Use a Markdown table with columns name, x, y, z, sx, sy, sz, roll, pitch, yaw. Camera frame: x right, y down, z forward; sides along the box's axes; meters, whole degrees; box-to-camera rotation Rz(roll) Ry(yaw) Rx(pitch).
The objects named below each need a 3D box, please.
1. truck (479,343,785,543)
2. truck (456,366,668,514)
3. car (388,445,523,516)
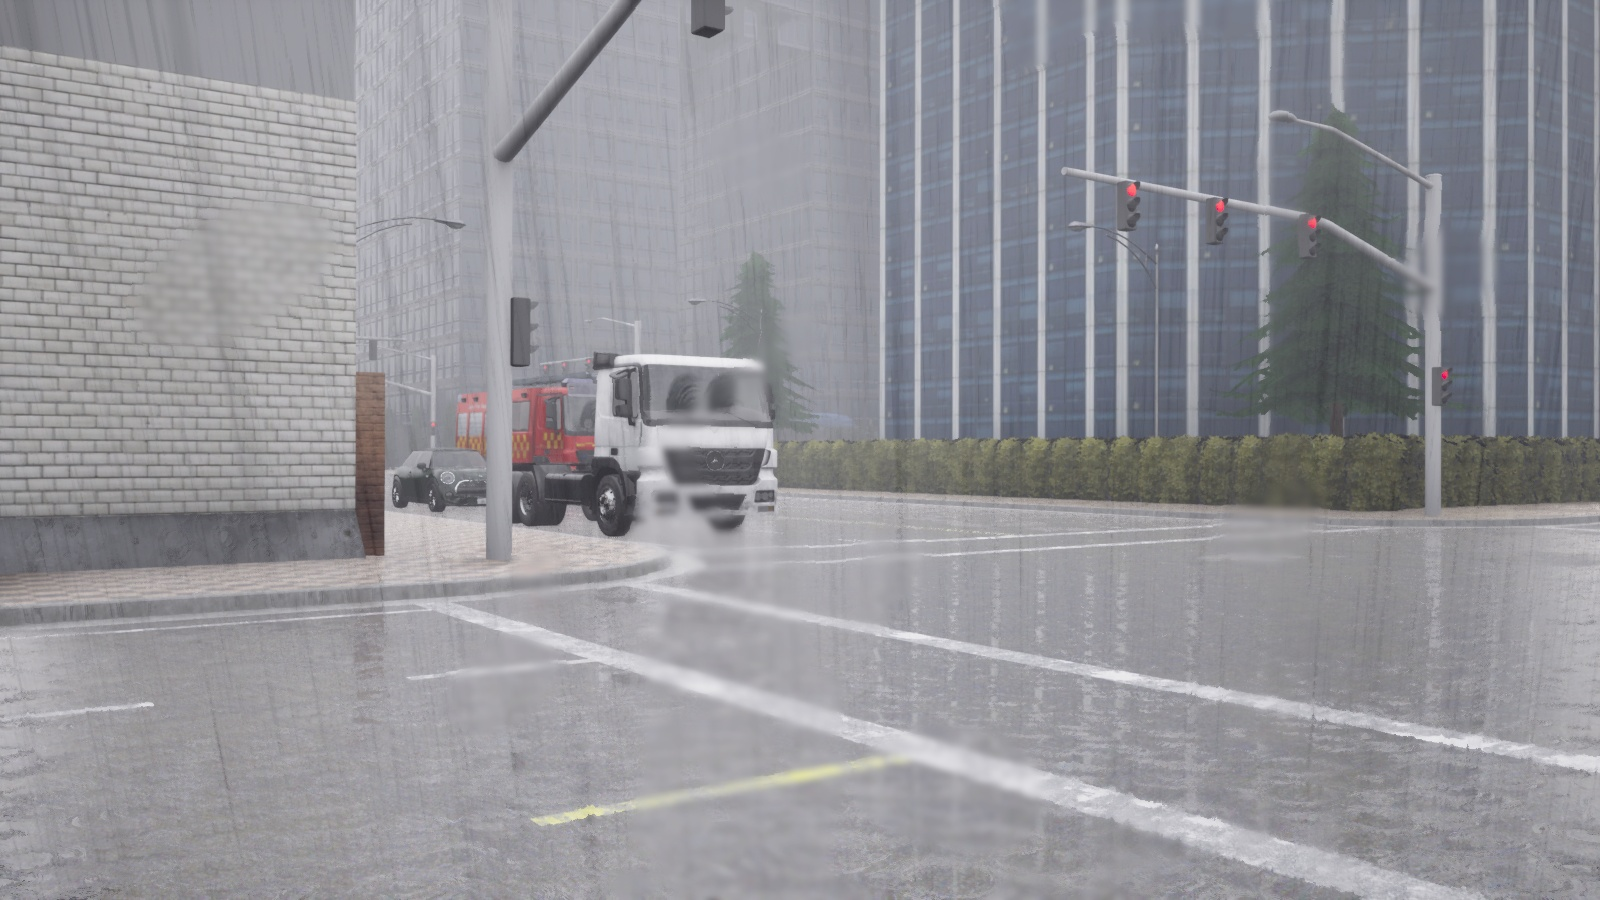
| name | x | y | z | sx | sy | sz | roll | pitch | yaw |
| --- | --- | --- | --- | --- | --- | --- | --- | --- | --- |
| truck | -3.750 | -0.110 | 25.811 | 2.891 | 3.462 | 7.936 | 0 | 0 | -35 |
| truck | -7.221 | -0.261 | 36.876 | 2.891 | 3.827 | 8.468 | 0 | 0 | -35 |
| car | -9.337 | 0.761 | 33.803 | 2.097 | 1.767 | 4.553 | 0 | 0 | -35 |
